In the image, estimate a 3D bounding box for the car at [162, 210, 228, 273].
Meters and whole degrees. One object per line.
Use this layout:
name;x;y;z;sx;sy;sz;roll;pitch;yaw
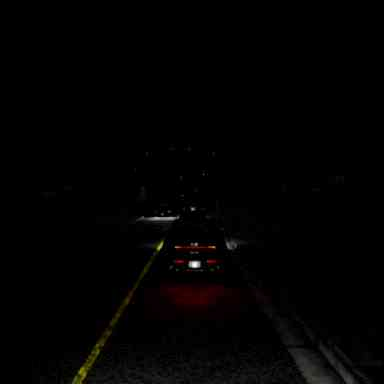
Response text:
car;0.074;1.590;10.908;1.837;1.490;4.892;0;0;0

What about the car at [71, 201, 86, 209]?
car;-20.639;2.271;57.492;4.403;1.369;2.008;-1;-1;0

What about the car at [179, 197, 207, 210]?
car;0.077;1.449;28.486;2.150;2.045;5.566;0;0;0

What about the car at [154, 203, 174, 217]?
car;-2.856;1.837;35.092;2.033;1.411;5.357;0;-1;0

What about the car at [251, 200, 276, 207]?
car;12.347;2.007;57.522;4.313;1.339;1.947;0;-1;0
